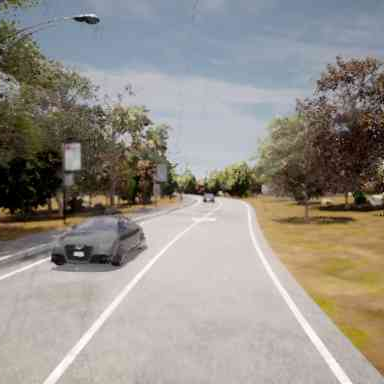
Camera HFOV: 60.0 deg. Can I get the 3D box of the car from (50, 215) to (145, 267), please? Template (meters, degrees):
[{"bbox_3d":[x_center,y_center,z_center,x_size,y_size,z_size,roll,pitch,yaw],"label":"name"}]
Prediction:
[{"bbox_3d":[-2.933,1.499,11.164,1.994,1.385,4.181,0,1,6],"label":"car"}]

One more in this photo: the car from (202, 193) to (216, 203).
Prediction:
[{"bbox_3d":[2.659,0.953,51.833,2.128,1.511,4.902,0,1,5],"label":"car"}]
